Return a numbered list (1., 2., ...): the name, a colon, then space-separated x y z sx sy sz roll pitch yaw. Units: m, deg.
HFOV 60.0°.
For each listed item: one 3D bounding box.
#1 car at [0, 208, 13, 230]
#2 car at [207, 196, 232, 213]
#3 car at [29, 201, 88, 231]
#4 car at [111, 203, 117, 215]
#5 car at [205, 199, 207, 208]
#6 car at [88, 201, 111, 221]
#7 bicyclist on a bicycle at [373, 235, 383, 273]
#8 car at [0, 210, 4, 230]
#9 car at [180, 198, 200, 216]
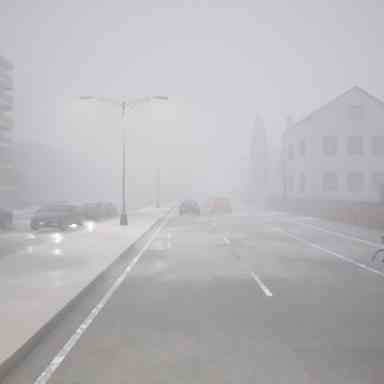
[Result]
1. car: -11.785 1.476 18.177 1.882 1.535 5.008 0 0 0
2. car: 3.140 1.349 36.838 2.097 1.767 4.553 0 0 0
3. car: -8.311 1.504 20.769 1.837 1.490 4.892 0 0 0
4. car: -8.393 1.561 31.274 1.994 1.385 4.181 0 0 0
5. car: 3.027 1.347 48.434 2.097 1.767 4.553 0 0 0
6. car: -8.286 1.590 27.116 1.994 1.385 4.181 0 0 -1
7. bicyclist on a bicycle: 5.837 1.442 9.271 1.656 1.620 0.582 -1 0 -1
8. car: -8.189 1.524 10.445 1.812 1.442 4.674 0 0 -1
9. car: -0.250 1.597 32.943 1.895 1.301 4.718 0 0 -1
